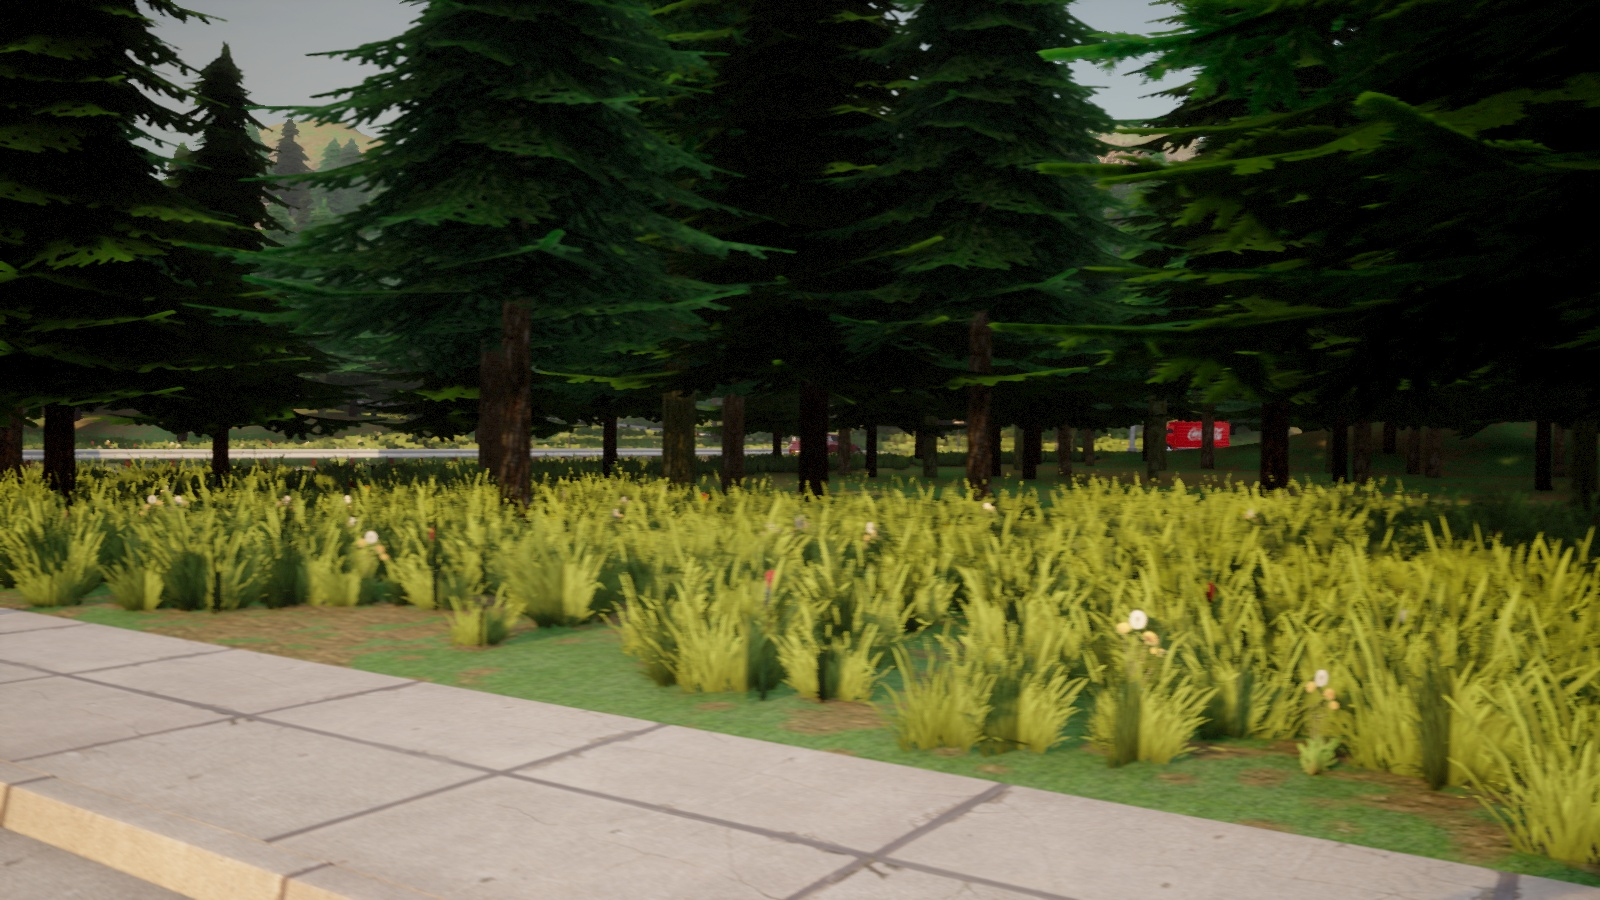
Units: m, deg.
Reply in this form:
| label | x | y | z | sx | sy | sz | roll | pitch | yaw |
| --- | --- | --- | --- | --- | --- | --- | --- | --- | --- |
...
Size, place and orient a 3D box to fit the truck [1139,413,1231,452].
| label | x | y | z | sx | sy | sz | roll | pitch | yaw |
| --- | --- | --- | --- | --- | --- | --- | --- | --- | --- |
| truck | 25.156 | -1.132 | 82.220 | 5.204 | 2.467 | 2.627 | -1 | 1 | 2 |

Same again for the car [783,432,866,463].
| label | x | y | z | sx | sy | sz | roll | pitch | yaw |
| --- | --- | --- | --- | --- | --- | --- | --- | --- | --- |
| car | 1.254 | -0.130 | 62.203 | 1.812 | 1.442 | 4.674 | 0 | 1 | 35 |
